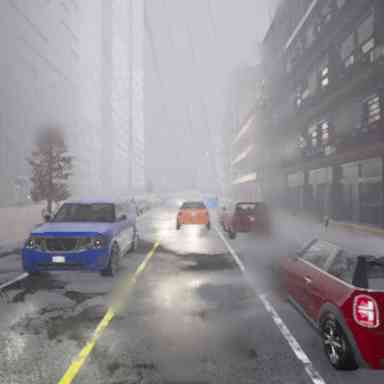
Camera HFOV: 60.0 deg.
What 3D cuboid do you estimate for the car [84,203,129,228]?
[{"bbox_3d":[-5.679,1.516,22.611,1.887,1.381,4.507,1,0,0],"label":"car"}]

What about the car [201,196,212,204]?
[{"bbox_3d":[2.707,1.472,62.159,1.802,1.307,4.206,1,0,0],"label":"car"}]

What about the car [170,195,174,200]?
[{"bbox_3d":[-5.669,1.376,84.719,2.008,1.369,4.403,1,0,0],"label":"car"}]

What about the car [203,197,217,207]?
[{"bbox_3d":[2.706,1.467,50.866,2.008,1.369,4.403,1,0,0],"label":"car"}]

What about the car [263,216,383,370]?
[{"bbox_3d":[2.699,1.434,5.692,1.967,1.590,4.097,1,0,0],"label":"car"}]

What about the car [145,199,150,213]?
[{"bbox_3d":[-5.678,1.533,33.902,1.802,1.307,4.206,1,0,0],"label":"car"}]

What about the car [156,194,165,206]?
[{"bbox_3d":[-5.675,1.467,50.842,2.008,1.369,4.403,1,0,0],"label":"car"}]

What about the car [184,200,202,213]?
[{"bbox_3d":[0.085,1.546,36.781,1.895,1.301,4.718,0,0,0],"label":"car"}]

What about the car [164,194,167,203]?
[{"bbox_3d":[-5.674,1.486,56.488,1.802,1.307,4.206,1,0,0],"label":"car"}]

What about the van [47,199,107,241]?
[{"bbox_3d":[-5.678,1.321,16.964,1.690,1.788,3.998,1,0,0],"label":"van"}]

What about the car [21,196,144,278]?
[{"bbox_3d":[-3.098,1.210,10.501,2.150,2.045,5.566,0,0,0],"label":"car"}]

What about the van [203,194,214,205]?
[{"bbox_3d":[2.709,1.245,56.511,1.690,1.788,3.998,1,0,0],"label":"van"}]

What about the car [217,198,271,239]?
[{"bbox_3d":[2.703,1.295,16.984,2.192,1.841,5.009,1,0,0],"label":"car"}]

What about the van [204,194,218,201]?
[{"bbox_3d":[2.707,1.269,45.218,1.690,1.788,3.998,1,0,0],"label":"van"}]

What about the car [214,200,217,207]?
[{"bbox_3d":[2.701,1.515,22.633,1.887,1.381,4.507,1,0,0],"label":"car"}]

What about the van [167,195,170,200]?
[{"bbox_3d":[-5.671,1.231,62.134,1.690,1.788,3.998,1,0,0],"label":"van"}]

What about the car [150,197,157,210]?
[{"bbox_3d":[-5.677,1.506,39.550,1.947,1.339,4.313,1,0,0],"label":"car"}]

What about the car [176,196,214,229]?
[{"bbox_3d":[0.091,1.324,21.664,2.097,1.767,4.553,0,0,0],"label":"car"}]
